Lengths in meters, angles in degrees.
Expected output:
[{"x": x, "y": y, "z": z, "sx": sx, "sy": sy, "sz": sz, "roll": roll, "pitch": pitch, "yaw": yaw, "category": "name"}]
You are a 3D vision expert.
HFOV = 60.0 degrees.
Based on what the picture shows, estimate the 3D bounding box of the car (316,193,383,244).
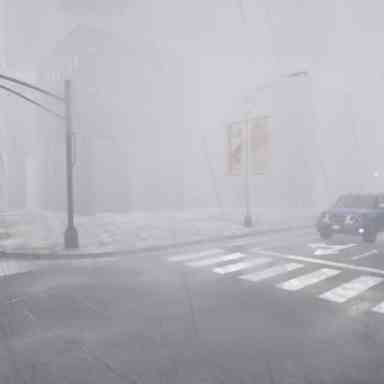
[{"x": 7.946, "y": 1.062, "z": 15.479, "sx": 5.566, "sy": 2.045, "sz": 2.150, "roll": -1, "pitch": 0, "yaw": -42, "category": "car"}]
